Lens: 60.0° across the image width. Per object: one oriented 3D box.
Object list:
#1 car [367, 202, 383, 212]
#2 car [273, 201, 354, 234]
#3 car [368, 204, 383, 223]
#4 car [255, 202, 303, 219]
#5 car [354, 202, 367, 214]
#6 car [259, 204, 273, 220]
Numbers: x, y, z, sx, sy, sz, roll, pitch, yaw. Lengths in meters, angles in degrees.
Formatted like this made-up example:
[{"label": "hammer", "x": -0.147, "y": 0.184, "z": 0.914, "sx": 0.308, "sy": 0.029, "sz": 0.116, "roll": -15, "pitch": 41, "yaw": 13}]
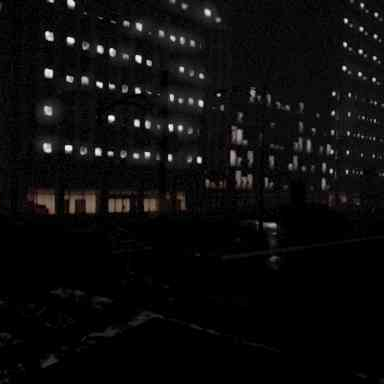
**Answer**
[{"label": "car", "x": 22.393, "y": 1.860, "z": 41.362, "sx": 4.313, "sy": 1.339, "sz": 1.947, "roll": 1, "pitch": 1, "yaw": -34}, {"label": "car", "x": 8.100, "y": 1.631, "z": 22.074, "sx": 5.009, "sy": 1.841, "sz": 2.192, "roll": 1, "pitch": 1, "yaw": -34}, {"label": "car", "x": 17.462, "y": 1.963, "z": 28.465, "sx": 4.507, "sy": 1.381, "sz": 1.887, "roll": 1, "pitch": 1, "yaw": -34}, {"label": "car", "x": 8.342, "y": 1.691, "z": 31.782, "sx": 4.403, "sy": 1.369, "sz": 2.008, "roll": 1, "pitch": 1, "yaw": -34}, {"label": "car", "x": 17.569, "y": 1.767, "z": 38.072, "sx": 4.829, "sy": 1.417, "sz": 1.752, "roll": 1, "pitch": 1, "yaw": -34}, {"label": "car", "x": 7.776, "y": 1.716, "z": 28.414, "sx": 4.674, "sy": 1.442, "sz": 1.812, "roll": 1, "pitch": 1, "yaw": -34}]
